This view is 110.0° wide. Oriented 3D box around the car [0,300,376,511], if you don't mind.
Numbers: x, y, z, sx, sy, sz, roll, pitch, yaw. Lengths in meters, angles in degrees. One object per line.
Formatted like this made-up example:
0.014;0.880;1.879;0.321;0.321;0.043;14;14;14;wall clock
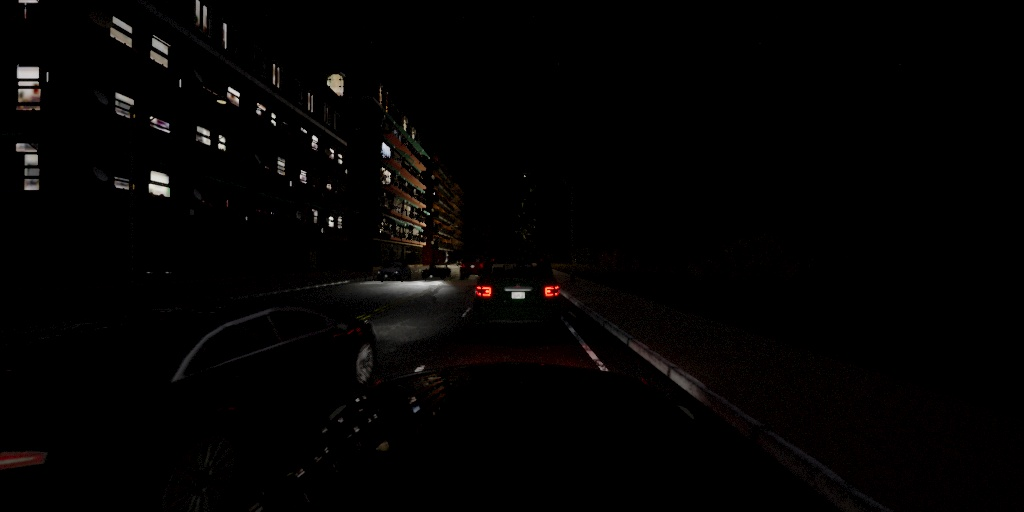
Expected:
-3.153;1.242;4.006;2.128;1.511;4.902;0;0;0;car

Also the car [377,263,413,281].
-9.851;1.288;30.396;1.812;1.442;4.674;0;0;0;car

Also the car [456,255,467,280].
-3.143;0.974;30.986;2.150;2.045;5.566;0;-1;-1;car

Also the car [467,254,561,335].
0.101;0.976;10.727;2.150;2.045;5.566;0;0;-1;car

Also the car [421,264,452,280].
-6.602;1.364;31.508;1.895;1.301;4.718;0;0;0;car
